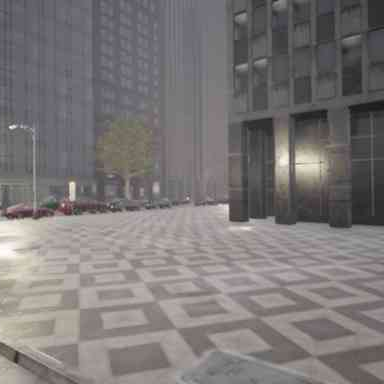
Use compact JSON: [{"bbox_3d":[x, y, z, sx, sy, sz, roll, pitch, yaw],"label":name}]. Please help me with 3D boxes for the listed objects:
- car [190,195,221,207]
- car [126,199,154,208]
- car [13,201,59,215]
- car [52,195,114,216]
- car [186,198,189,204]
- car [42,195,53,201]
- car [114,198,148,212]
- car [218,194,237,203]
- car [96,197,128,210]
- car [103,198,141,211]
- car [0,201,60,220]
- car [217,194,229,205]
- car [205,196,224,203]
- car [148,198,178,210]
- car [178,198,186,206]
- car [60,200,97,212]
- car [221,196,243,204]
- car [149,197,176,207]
[{"bbox_3d":[2.185,1.551,51.464,1.887,1.381,4.507,-1,0,35],"label":"car"},{"bbox_3d":[-8.029,1.728,51.675,1.802,1.307,4.206,-1,0,35],"label":"car"},{"bbox_3d":[-17.645,1.756,37.755,1.947,1.339,4.313,-1,0,35],"label":"car"},{"bbox_3d":[-10.636,1.377,32.909,2.192,1.841,5.009,-1,0,35],"label":"car"},{"bbox_3d":[-1.619,1.691,60.955,1.947,1.339,4.313,-1,0,35],"label":"car"},{"bbox_3d":[-15.042,1.369,36.689,2.150,2.045,5.566,-1,0,35],"label":"car"},{"bbox_3d":[-7.429,1.612,37.547,1.947,1.339,4.313,-1,0,35],"label":"car"},{"bbox_3d":[7.995,1.414,74.876,2.192,1.841,5.009,-1,0,35],"label":"car"},{"bbox_3d":[-11.237,1.599,47.035,1.967,1.590,4.097,-1,0,35],"label":"car"},{"bbox_3d":[-9.330,1.611,44.929,2.128,1.511,4.902,-1,0,35],"label":"car"},{"bbox_3d":[-13.838,1.663,28.267,1.802,1.307,4.206,-1,0,35],"label":"car"},{"bbox_3d":[5.388,1.312,56.106,2.192,1.841,5.009,-1,0,35],"label":"car"},{"bbox_3d":[4.792,1.652,70.235,1.887,1.381,4.507,-1,0,35],"label":"car"},{"bbox_3d":[-4.224,1.597,42.185,1.947,1.339,4.313,-1,0,35],"label":"car"},{"bbox_3d":[-3.487,1.697,53.317,1.895,1.301,4.718,-1,0,34],"label":"car"},{"bbox_3d":[-14.440,1.756,42.395,1.802,1.307,4.206,-1,0,35],"label":"car"},{"bbox_3d":[7.660,1.515,63.917,2.128,1.511,4.902,-1,-1,35],"label":"car"},{"bbox_3d":[-4.921,1.660,56.174,1.752,1.417,4.829,-1,0,35],"label":"car"}]
